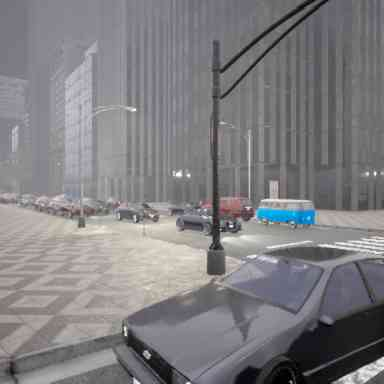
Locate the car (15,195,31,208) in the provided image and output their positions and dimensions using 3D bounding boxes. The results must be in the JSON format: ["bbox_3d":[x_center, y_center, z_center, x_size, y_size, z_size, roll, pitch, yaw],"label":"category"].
[{"bbox_3d":[-24.115,1.562,48.776,2.008,1.369,4.403,0,0,-36],"label":"car"}]

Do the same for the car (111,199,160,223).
[{"bbox_3d":[-4.312,1.537,26.021,1.837,1.490,4.892,0,0,-36],"label":"car"}]

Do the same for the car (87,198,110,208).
[{"bbox_3d":[-13.891,1.602,49.233,1.802,1.307,4.206,0,0,-36],"label":"car"}]

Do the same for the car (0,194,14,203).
[{"bbox_3d":[-37.422,1.285,66.992,2.192,1.841,5.009,0,0,-36],"label":"car"}]

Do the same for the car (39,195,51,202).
[{"bbox_3d":[-33.967,1.482,76.727,1.752,1.417,4.829,0,0,-35],"label":"car"}]

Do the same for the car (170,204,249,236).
[{"bbox_3d":[0.872,1.600,18.924,1.994,1.385,4.181,0,0,-36],"label":"car"}]

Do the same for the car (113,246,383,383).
[{"bbox_3d":[1.715,1.548,4.738,5.357,1.411,2.033,0,0,-33],"label":"car"}]

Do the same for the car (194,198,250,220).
[{"bbox_3d":[2.744,1.352,26.461,2.192,1.841,5.009,0,0,-36],"label":"car"}]

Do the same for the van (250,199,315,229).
[{"bbox_3d":[6.072,1.379,21.906,1.690,1.788,3.998,0,0,-36],"label":"van"}]

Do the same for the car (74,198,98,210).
[{"bbox_3d":[-14.436,1.547,45.220,1.812,1.442,4.674,0,0,-36],"label":"car"}]

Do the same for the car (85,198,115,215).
[{"bbox_3d":[-9.844,1.532,33.606,1.837,1.490,4.892,0,0,-36],"label":"car"}]

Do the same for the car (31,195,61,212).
[{"bbox_3d":[-17.462,1.461,39.669,1.967,1.590,4.097,0,0,-36],"label":"car"}]

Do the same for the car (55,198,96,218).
[{"bbox_3d":[-10.809,1.572,30.561,1.887,1.381,4.507,0,0,-36],"label":"car"}]

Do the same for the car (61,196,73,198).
[{"bbox_3d":[-16.275,1.546,42.486,1.812,1.442,4.674,0,0,-36],"label":"car"}]

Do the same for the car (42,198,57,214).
[{"bbox_3d":[-14.136,1.606,35.115,1.802,1.307,4.206,0,0,-36],"label":"car"}]

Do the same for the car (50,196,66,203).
[{"bbox_3d":[-27.298,1.511,67.589,1.752,1.417,4.829,0,0,-36],"label":"car"}]

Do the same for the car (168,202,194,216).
[{"bbox_3d":[-0.583,1.599,31.016,1.947,1.339,4.313,0,0,-36],"label":"car"}]

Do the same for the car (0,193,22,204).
[{"bbox_3d":[-34.095,1.298,62.438,2.192,1.841,5.009,0,0,-36],"label":"car"}]
